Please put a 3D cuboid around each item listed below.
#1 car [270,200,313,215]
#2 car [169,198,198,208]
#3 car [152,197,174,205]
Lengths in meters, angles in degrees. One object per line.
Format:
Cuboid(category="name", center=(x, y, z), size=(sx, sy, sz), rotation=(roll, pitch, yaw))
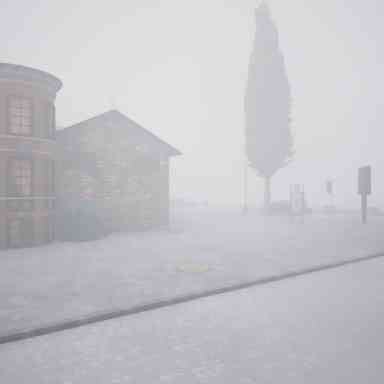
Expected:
Cuboid(category="car", center=(9.610, 1.525, 32.806), size=(1.812, 1.442, 4.674), rotation=(0, 0, -35))
Cuboid(category="car", center=(-1.362, 1.546, 48.172), size=(2.033, 1.411, 5.357), rotation=(0, 0, -35))
Cuboid(category="car", center=(-5.334, 1.600, 60.937), size=(1.895, 1.301, 4.718), rotation=(0, 0, -35))
